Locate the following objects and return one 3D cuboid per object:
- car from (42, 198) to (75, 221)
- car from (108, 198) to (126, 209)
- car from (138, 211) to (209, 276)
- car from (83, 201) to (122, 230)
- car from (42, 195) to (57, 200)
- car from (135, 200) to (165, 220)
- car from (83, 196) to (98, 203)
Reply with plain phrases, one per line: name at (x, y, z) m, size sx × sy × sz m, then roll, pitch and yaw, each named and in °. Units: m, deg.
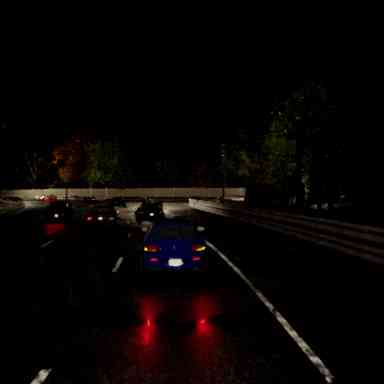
car at (-10.909, 1.542, 27.552) m, size 1.837 × 1.490 × 4.892 m, roll 0°, pitch 0°, yaw -15°
car at (-10.438, 1.546, 46.264) m, size 1.837 × 1.490 × 4.892 m, roll 0°, pitch 0°, yaw -24°
car at (-0.574, 1.530, 10.287) m, size 1.812 × 1.442 × 4.674 m, roll 0°, pitch 0°, yaw -4°
car at (-5.751, 1.569, 21.406) m, size 2.033 × 1.411 × 5.357 m, roll 0°, pitch 0°, yaw -12°
car at (-34.681, 1.473, 80.927) m, size 4.553 × 1.767 × 2.097 m, roll 0°, pitch 0°, yaw 44°
car at (-3.315, 1.579, 25.664) m, size 1.994 × 1.385 × 4.181 m, roll 0°, pitch 0°, yaw -13°
car at (-18.841, 1.561, 61.633) m, size 2.128 × 1.511 × 4.902 m, roll 0°, pitch 0°, yaw -33°
